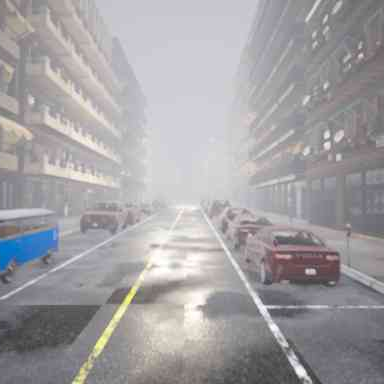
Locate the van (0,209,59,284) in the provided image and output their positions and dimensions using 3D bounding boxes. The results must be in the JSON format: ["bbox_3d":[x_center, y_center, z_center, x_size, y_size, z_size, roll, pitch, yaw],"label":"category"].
[{"bbox_3d":[-5.280,1.418,9.563,1.690,1.788,3.998,1,0,0],"label":"van"}]

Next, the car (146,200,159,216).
[{"bbox_3d":[-5.255,1.890,37.213,1.947,1.339,4.313,1,-1,0],"label":"car"}]

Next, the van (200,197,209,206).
[{"bbox_3d":[2.632,2.020,70.334,1.690,1.788,3.998,1,-1,0],"label":"van"}]

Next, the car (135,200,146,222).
[{"bbox_3d":[-5.261,1.536,26.153,2.192,1.841,5.009,1,0,0],"label":"car"}]

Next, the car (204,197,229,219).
[{"bbox_3d":[2.591,1.587,31.615,2.192,1.841,5.009,1,-1,0],"label":"car"}]

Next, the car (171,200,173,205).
[{"bbox_3d":[-5.214,2.327,75.925,1.802,1.307,4.206,1,-1,0],"label":"car"}]

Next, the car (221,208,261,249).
[{"bbox_3d":[2.601,1.669,15.021,1.887,1.381,4.507,1,0,0],"label":"car"}]

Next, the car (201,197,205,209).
[{"bbox_3d":[2.600,1.818,42.677,1.967,1.590,4.097,1,-1,0],"label":"car"}]

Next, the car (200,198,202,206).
[{"bbox_3d":[2.609,2.074,53.738,1.802,1.307,4.206,1,-1,0],"label":"car"}]

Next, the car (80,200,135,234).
[{"bbox_3d":[-5.267,1.487,20.623,2.192,1.841,5.009,1,0,0],"label":"car"}]

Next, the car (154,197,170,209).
[{"bbox_3d":[-5.231,1.807,53.804,2.192,1.841,5.009,1,-1,0],"label":"car"}]

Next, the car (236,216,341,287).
[{"bbox_3d":[2.595,1.622,9.491,1.887,1.381,4.507,1,0,0],"label":"car"}]

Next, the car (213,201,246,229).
[{"bbox_3d":[2.617,1.612,20.553,1.967,1.590,4.097,1,-1,0],"label":"car"}]
